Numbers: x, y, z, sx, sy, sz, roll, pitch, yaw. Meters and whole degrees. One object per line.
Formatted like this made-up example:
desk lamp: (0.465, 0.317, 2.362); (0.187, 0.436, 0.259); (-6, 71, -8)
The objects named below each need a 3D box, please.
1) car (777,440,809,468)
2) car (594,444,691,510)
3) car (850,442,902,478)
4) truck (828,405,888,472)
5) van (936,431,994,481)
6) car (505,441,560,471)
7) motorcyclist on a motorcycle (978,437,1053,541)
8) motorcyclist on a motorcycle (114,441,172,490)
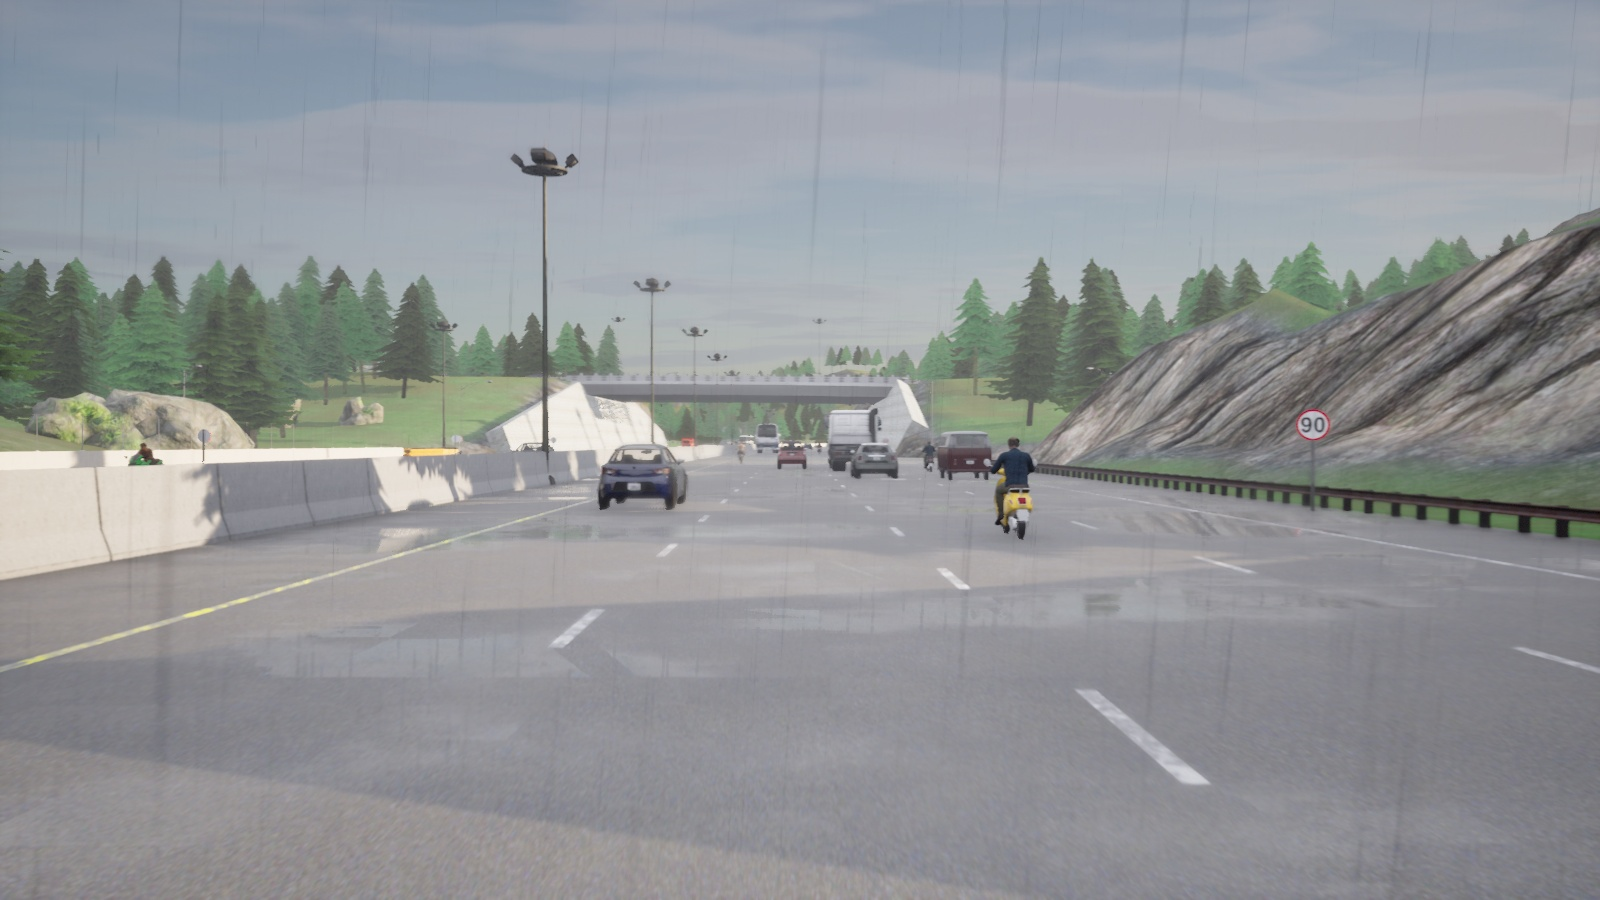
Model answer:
car: (-0.432, 0.227, 73.985); (1.851, 1.617, 3.988); (0, 0, 0)
car: (-3.664, 0.589, 29.918); (1.816, 1.474, 4.193); (0, 0, 0)
car: (3.189, 0.412, 53.640); (1.970, 1.475, 3.806); (0, 0, 0)
truck: (3.097, -0.624, 69.368); (2.891, 3.462, 7.936); (0, 0, 0)
van: (6.706, 0.215, 51.437); (1.775, 1.987, 4.442); (0, 0, 0)
car: (-14.394, 0.302, 67.761); (2.007, 1.525, 4.514); (0, 0, 0)
motorcyclist on a motorcycle: (3.397, 0.590, 19.940); (0.866, 1.590, 1.817); (0, 0, 0)
motorcyclist on a motorcycle: (-21.229, 0.485, 40.621); (0.797, 1.523, 2.044); (0, 0, 0)
